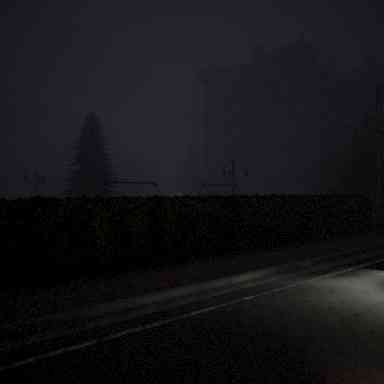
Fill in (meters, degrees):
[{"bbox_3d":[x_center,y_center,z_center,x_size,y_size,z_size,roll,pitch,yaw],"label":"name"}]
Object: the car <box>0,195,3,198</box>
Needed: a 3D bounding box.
[{"bbox_3d":[-40.344,1.374,67.378,3.633,1.501,1.845,0,0,-38],"label":"car"}]
